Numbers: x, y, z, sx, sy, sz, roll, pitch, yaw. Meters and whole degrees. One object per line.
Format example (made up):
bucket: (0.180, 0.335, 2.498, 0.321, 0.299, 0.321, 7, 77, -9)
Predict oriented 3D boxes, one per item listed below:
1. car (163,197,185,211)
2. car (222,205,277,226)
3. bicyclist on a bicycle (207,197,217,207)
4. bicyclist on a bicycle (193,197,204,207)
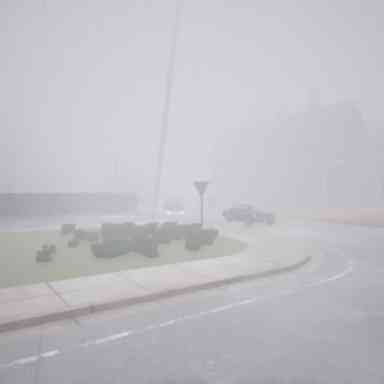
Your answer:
car: (-2.307, 1.394, 42.103, 2.097, 1.767, 4.553, 0, 0, -14)
car: (3.885, 1.559, 23.058, 1.895, 1.301, 4.718, 0, 0, -19)
bicyclist on a bicycle: (3.009, 1.537, 50.199, 1.656, 1.620, 0.582, 0, 0, -11)
bicyclist on a bicycle: (0.973, 1.538, 50.207, 1.656, 1.620, 0.582, 0, 0, -10)
